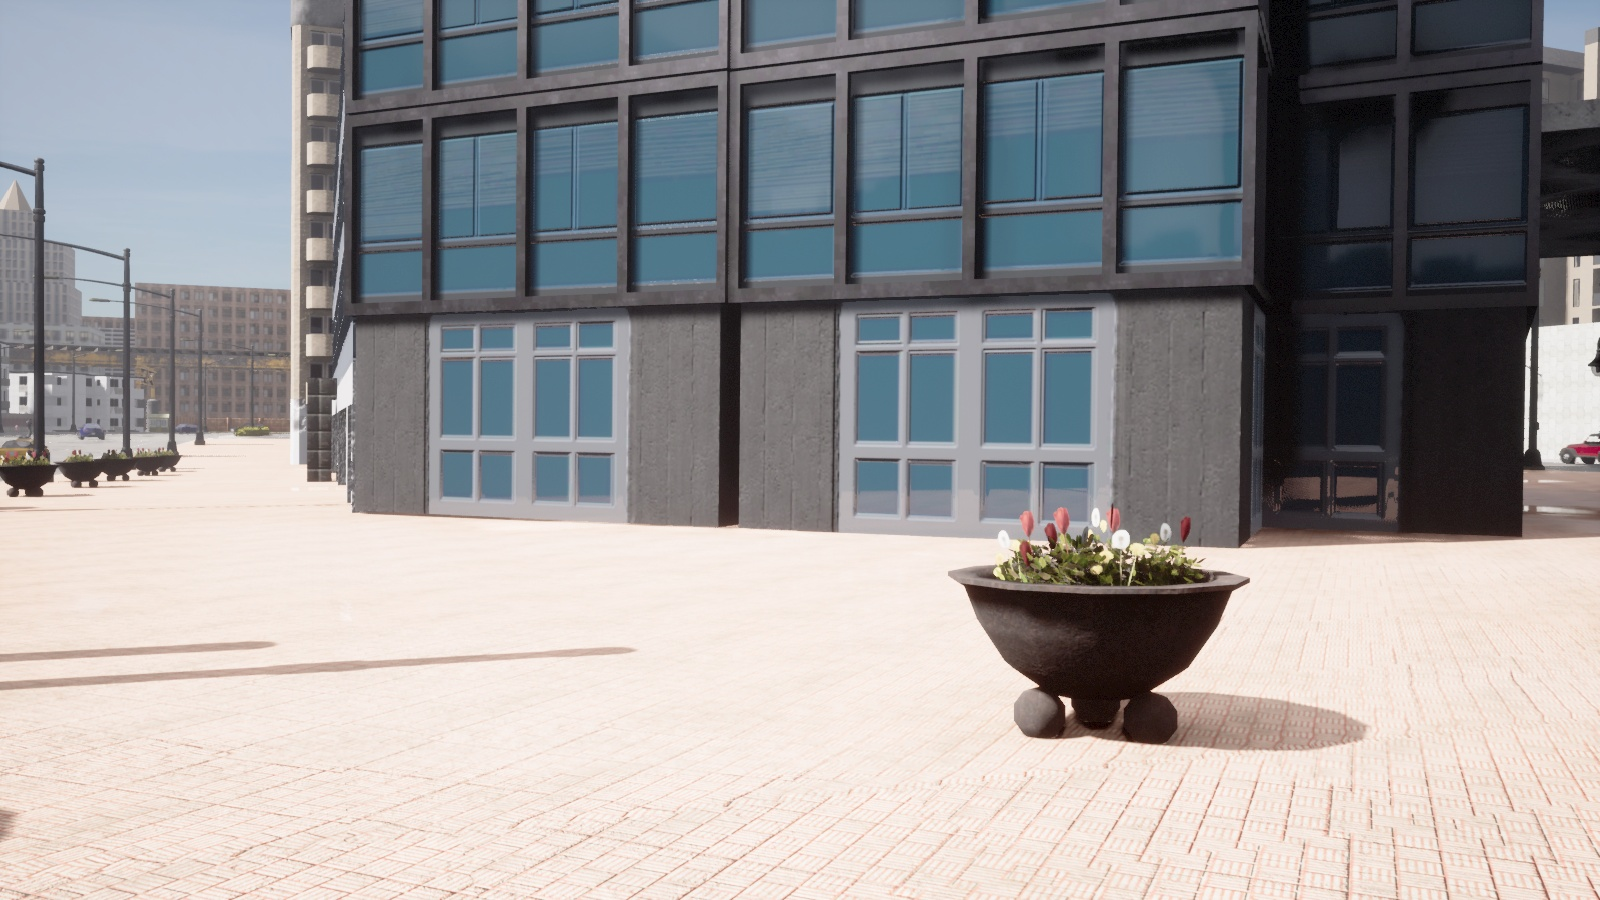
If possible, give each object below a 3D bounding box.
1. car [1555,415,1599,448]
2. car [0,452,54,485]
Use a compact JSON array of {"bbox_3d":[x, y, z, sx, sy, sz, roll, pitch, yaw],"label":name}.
[{"bbox_3d":[45.340,-1.056,71.304,1.905,1.878,3.866,-1,1,-20],"label":"car"},{"bbox_3d":[-41.233,0.946,66.775,1.801,1.575,5.366,-1,1,-21],"label":"car"}]
